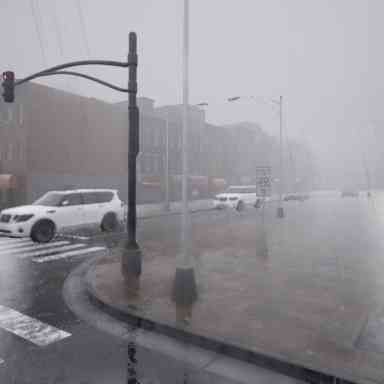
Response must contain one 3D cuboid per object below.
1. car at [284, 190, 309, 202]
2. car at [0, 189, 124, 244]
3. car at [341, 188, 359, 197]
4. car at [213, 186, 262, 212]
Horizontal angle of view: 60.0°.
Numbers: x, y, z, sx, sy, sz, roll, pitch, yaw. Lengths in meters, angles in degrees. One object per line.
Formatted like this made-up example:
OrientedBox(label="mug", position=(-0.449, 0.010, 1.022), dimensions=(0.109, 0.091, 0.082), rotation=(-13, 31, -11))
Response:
OrientedBox(label="car", position=(12.700, 0.462, 40.323), dimensions=(1.994, 1.385, 4.181), rotation=(0, 2, 36))
OrientedBox(label="car", position=(-5.538, 0.912, 14.803), dimensions=(2.150, 2.045, 5.566), rotation=(0, 2, 35))
OrientedBox(label="car", position=(24.995, 0.089, 52.520), dimensions=(2.033, 1.411, 5.357), rotation=(0, 2, 35))
OrientedBox(label="car", position=(3.968, 0.490, 28.107), dimensions=(2.150, 2.045, 5.566), rotation=(0, 2, 36))
